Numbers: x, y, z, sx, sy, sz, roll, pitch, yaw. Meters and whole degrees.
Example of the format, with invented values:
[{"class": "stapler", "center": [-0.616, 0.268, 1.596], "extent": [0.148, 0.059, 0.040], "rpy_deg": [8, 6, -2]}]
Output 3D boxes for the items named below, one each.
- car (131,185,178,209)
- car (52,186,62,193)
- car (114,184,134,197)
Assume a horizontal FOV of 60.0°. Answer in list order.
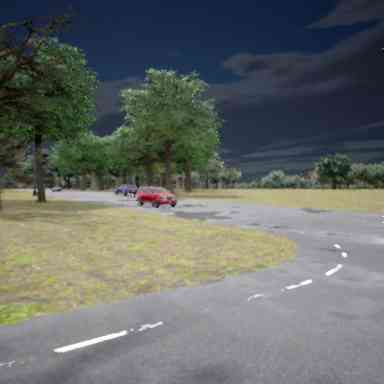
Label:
[{"class": "car", "center": [-3.672, 0.483, 33.690], "extent": [2.150, 2.045, 5.566], "rpy_deg": [-2, 3, -35]}, {"class": "car", "center": [-31.678, -0.593, 78.023], "extent": [2.033, 1.411, 5.357], "rpy_deg": [-2, 2, -29]}, {"class": "car", "center": [-11.217, -0.298, 56.410], "extent": [2.150, 2.045, 5.566], "rpy_deg": [-2, 3, -35]}]
